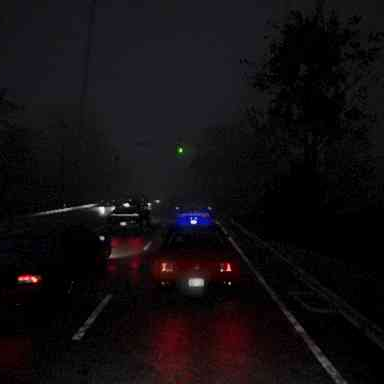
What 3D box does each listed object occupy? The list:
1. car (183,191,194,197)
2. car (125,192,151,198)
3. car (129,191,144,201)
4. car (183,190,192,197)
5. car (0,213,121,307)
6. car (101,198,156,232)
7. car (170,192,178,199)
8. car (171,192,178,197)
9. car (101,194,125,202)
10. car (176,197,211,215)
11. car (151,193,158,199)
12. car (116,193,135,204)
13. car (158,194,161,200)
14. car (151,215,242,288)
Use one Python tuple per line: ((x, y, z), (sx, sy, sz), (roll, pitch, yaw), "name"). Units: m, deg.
((-0.628, 0.764, 75.954), (1.882, 1.535, 5.008), (0, 1, -2), "car")
((-7.107, 0.949, 44.068), (2.097, 1.767, 4.553), (0, 1, -1), "car")
((-10.849, 0.741, 65.406), (2.097, 1.767, 4.553), (0, 1, -1), "car")
((-1.127, 0.450, 86.067), (2.097, 1.767, 4.553), (0, 1, -4), "car")
((-3.410, 1.496, 8.120), (2.033, 1.411, 5.357), (0, 1, 0), "car")
((-3.418, 1.335, 18.967), (2.128, 1.511, 4.902), (0, 1, 0), "car")
((-4.112, 0.820, 75.442), (2.033, 1.411, 5.357), (0, 1, -2), "car")
((-4.623, 0.621, 85.896), (1.812, 1.442, 4.674), (0, 1, -4), "car")
((-10.659, 1.196, 44.302), (1.895, 1.301, 4.718), (0, 1, 0), "car")
((0.081, 1.318, 19.194), (1.882, 1.535, 5.008), (0, 1, 0), "car")
((-7.218, 1.052, 53.541), (2.033, 1.411, 5.357), (0, 1, -1), "car")
((-10.720, 0.995, 53.623), (2.128, 1.511, 4.902), (0, 1, -1), "car")
((-7.358, 0.939, 66.818), (1.994, 1.385, 4.181), (0, 1, 0), "car")
((0.091, 1.541, 9.030), (1.895, 1.301, 4.718), (0, 1, 0), "car")
